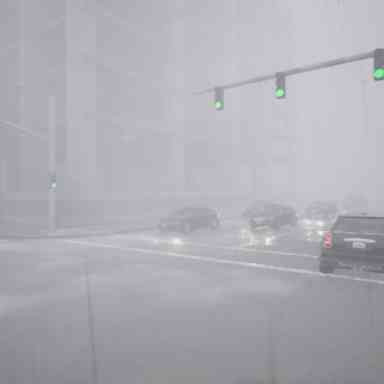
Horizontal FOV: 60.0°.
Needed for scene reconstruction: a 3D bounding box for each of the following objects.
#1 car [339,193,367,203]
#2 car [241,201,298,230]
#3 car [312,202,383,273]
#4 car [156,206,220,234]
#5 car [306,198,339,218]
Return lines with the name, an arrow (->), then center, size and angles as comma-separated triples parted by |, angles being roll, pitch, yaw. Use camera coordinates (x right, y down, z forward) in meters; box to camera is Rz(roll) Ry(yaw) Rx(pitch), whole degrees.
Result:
car -> 21.608, 1.303, 43.859 | 2.150, 2.045, 5.566 | -1, -1, 37
car -> 5.456, 1.580, 22.033 | 2.128, 1.511, 4.902 | -1, 0, 36
car -> 5.473, 1.363, 10.090 | 2.097, 1.767, 4.553 | -1, 0, 36
car -> -0.127, 1.633, 20.355 | 1.837, 1.490, 4.892 | -1, 0, 36
car -> 12.149, 1.577, 31.106 | 2.128, 1.511, 4.902 | -1, 0, 36
